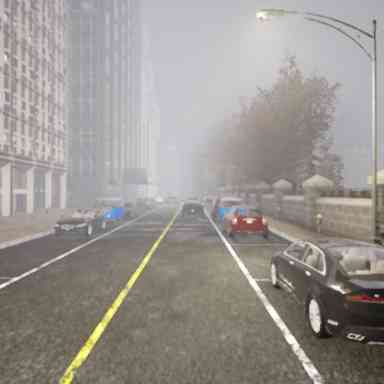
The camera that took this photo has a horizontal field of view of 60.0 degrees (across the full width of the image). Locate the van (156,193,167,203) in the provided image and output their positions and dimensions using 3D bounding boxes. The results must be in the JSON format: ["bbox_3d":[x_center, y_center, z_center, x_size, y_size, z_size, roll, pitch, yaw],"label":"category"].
[{"bbox_3d":[-5.688,1.172,62.228,1.690,1.788,3.998,1,0,0],"label":"van"}]

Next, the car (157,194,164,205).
[{"bbox_3d":[-5.699,1.377,56.499,1.752,1.417,4.829,0,0,0],"label":"car"}]

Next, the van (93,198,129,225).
[{"bbox_3d":[-5.830,1.295,23.305,1.690,1.788,3.998,0,0,0],"label":"van"}]

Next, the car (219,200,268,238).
[{"bbox_3d":[2.694,1.407,17.482,1.967,1.590,4.097,0,0,0],"label":"car"}]

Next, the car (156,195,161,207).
[{"bbox_3d":[-5.834,1.456,45.548,1.947,1.339,4.313,0,0,0],"label":"car"}]

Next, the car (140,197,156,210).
[{"bbox_3d":[-5.833,1.348,39.988,1.967,1.590,4.097,0,0,0],"label":"car"}]

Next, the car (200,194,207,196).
[{"bbox_3d":[2.690,1.435,56.403,1.802,1.307,4.206,0,0,0],"label":"car"}]

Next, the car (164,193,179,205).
[{"bbox_3d":[-3.067,1.387,53.812,1.812,1.442,4.674,0,0,0],"label":"car"}]

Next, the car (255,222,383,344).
[{"bbox_3d":[2.694,1.540,6.361,2.008,1.369,4.403,0,0,0],"label":"car"}]

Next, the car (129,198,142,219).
[{"bbox_3d":[-5.832,1.505,28.867,1.947,1.339,4.313,0,0,0],"label":"car"}]

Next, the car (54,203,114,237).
[{"bbox_3d":[-5.832,1.517,17.745,2.008,1.369,4.403,0,0,0],"label":"car"}]

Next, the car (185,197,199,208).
[{"bbox_3d":[-0.004,1.428,48.548,2.033,1.411,5.357,0,0,0],"label":"car"}]

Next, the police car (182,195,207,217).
[{"bbox_3d":[0.081,1.360,30.347,1.930,1.638,5.238,0,0,0],"label":"police car"}]

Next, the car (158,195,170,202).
[{"bbox_3d":[-5.660,1.376,67.771,1.947,1.339,4.313,1,0,1],"label":"car"}]

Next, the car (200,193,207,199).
[{"bbox_3d":[3.362,1.127,94.516,1.967,1.590,4.097,1,0,2],"label":"car"}]

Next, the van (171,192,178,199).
[{"bbox_3d":[-5.013,1.028,94.784,1.690,1.788,3.998,1,0,2],"label":"van"}]

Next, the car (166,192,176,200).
[{"bbox_3d":[-5.301,1.056,83.839,2.192,1.841,5.009,1,0,2],"label":"car"}]

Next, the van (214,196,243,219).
[{"bbox_3d":[2.695,1.295,23.041,1.690,1.788,3.998,0,0,0],"label":"van"}]

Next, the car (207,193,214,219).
[{"bbox_3d":[2.694,1.255,28.600,2.192,1.841,5.009,0,0,0],"label":"car"}]
